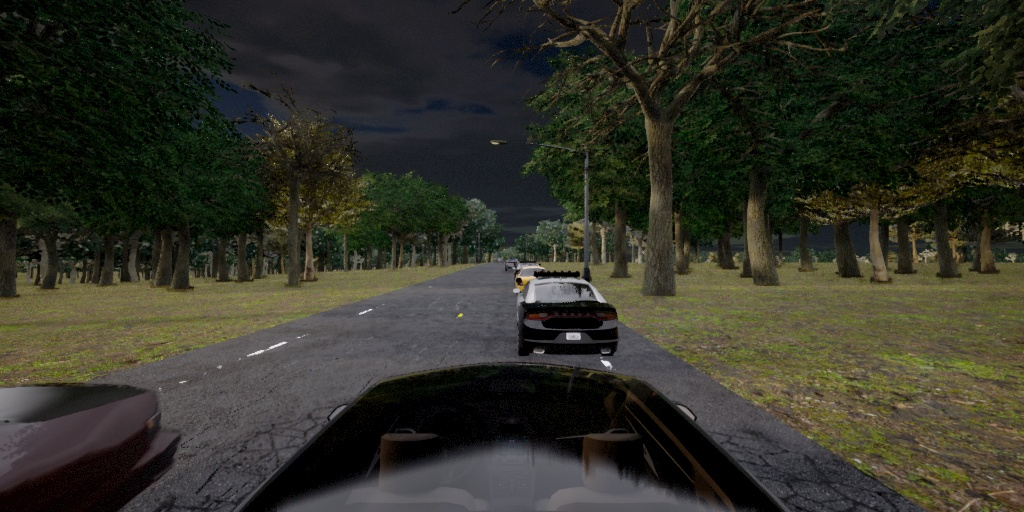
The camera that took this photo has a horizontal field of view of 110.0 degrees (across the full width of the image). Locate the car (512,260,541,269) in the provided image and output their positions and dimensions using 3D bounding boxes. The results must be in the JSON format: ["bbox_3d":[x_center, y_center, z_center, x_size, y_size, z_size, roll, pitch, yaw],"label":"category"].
[{"bbox_3d":[1.076,1.192,18.833,1.801,1.575,5.366,0,0,0],"label":"car"}]

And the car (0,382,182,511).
[{"bbox_3d":[-3.502,1.297,0.352,2.033,1.411,5.357,0,0,0],"label":"car"}]

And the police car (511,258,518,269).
[{"bbox_3d":[1.085,1.148,24.753,1.930,1.638,5.238,0,0,0],"label":"police car"}]

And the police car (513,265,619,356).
[{"bbox_3d":[1.062,1.174,8.749,1.930,1.638,5.238,0,0,0],"label":"police car"}]

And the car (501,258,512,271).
[{"bbox_3d":[0.085,1.130,45.961,2.128,1.511,4.902,0,0,1],"label":"car"}]
